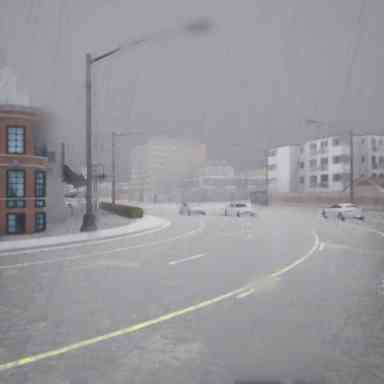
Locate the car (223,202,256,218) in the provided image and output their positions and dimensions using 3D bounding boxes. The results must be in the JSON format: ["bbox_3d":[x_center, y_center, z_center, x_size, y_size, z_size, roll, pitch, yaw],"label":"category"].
[{"bbox_3d":[4.694,1.795,33.476,1.812,1.442,4.674,0,-1,-19],"label":"car"}]

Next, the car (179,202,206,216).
[{"bbox_3d":[-0.017,1.845,36.343,1.812,1.442,4.674,0,-1,-20],"label":"car"}]

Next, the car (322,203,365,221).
[{"bbox_3d":[12.983,1.709,28.691,1.812,1.442,4.674,0,-1,-4],"label":"car"}]
